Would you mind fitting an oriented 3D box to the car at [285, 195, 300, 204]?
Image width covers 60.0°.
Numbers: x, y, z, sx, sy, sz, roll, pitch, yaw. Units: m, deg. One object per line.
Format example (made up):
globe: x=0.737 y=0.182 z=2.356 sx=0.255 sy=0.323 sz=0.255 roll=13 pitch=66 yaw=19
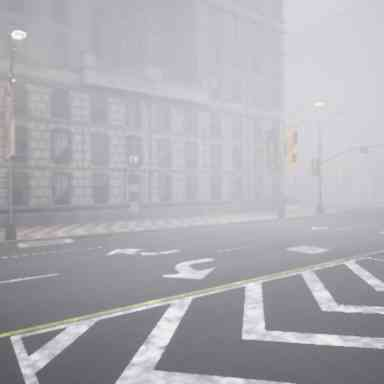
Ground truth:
car: x=14.229 y=1.082 z=50.394 sx=1.994 sy=1.385 sz=4.181 roll=-1 pitch=0 yaw=-34
